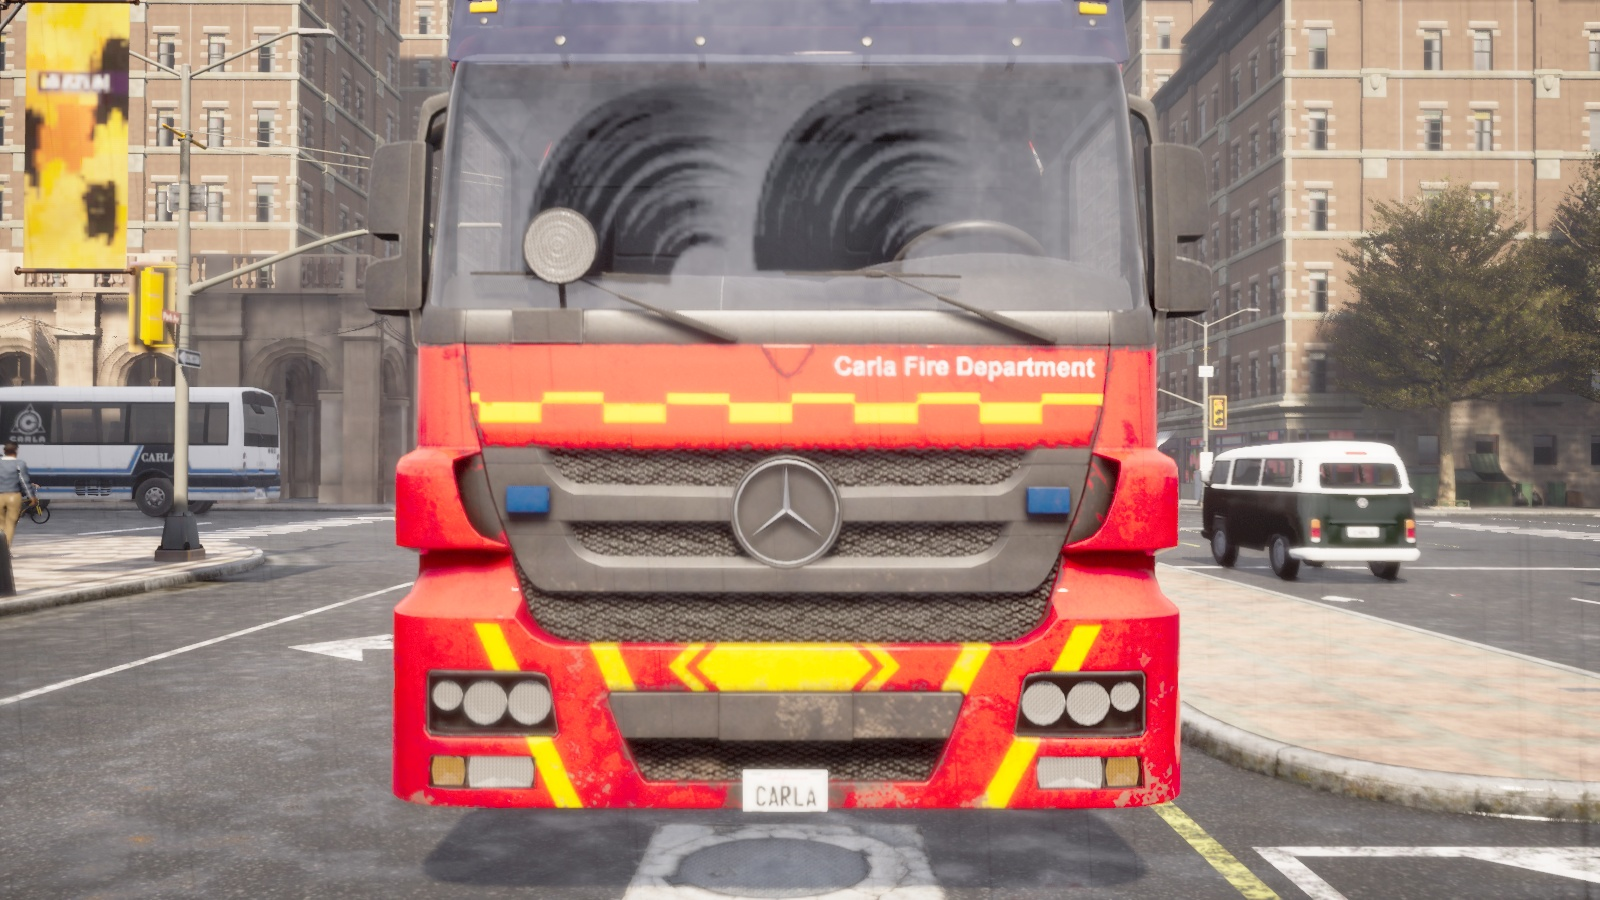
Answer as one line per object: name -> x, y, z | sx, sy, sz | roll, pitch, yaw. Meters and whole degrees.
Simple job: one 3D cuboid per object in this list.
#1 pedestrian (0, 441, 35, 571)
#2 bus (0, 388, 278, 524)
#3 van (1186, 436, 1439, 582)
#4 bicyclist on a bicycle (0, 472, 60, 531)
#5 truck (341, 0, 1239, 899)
pedestrian -> -12.073, 0.840, 19.140 | 0.423, 1.949, 0.788 | 0, -1, -9
bus -> -23.305, 0.226, 41.699 | 10.273, 4.253, 3.944 | 0, -1, 0
van -> 7.855, 0.842, 19.810 | 2.069, 2.038, 4.480 | 0, 0, -1
bicyclist on a bicycle -> -21.454, 1.420, 34.697 | 1.509, 1.612, 0.866 | 0, -1, 0
truck -> -0.052, -0.215, 8.305 | 2.891, 3.827, 8.468 | 0, -1, 0
